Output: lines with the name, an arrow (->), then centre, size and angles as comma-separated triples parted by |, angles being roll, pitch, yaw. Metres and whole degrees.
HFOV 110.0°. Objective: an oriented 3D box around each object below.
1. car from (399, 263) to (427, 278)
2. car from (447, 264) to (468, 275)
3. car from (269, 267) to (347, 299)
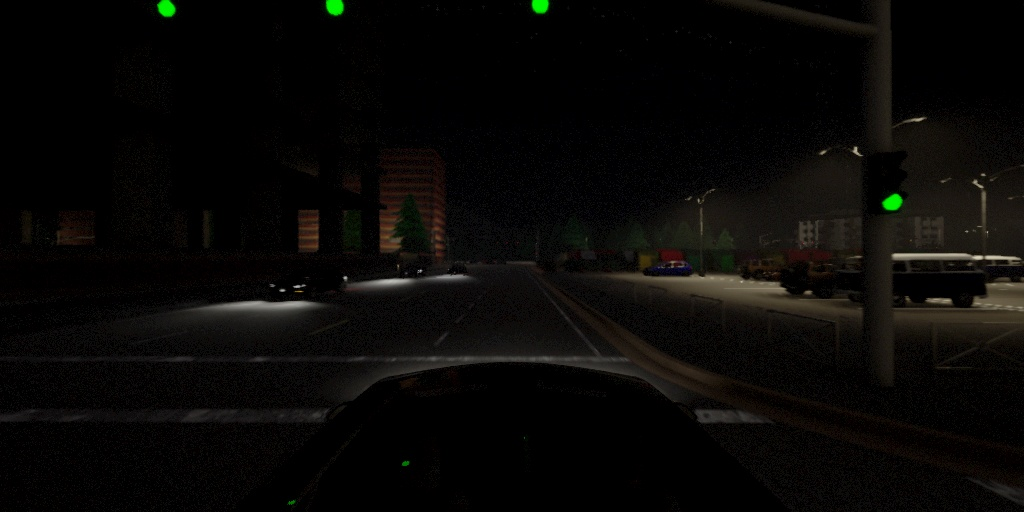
car -> -10.273, 1.459, 37.456 | 2.128, 1.511, 4.902 | 0, 0, 1
car -> -6.651, 1.622, 43.910 | 1.895, 1.301, 4.718 | 0, 0, 1
car -> -10.476, 1.345, 18.829 | 1.837, 1.490, 4.892 | 0, 0, 1
